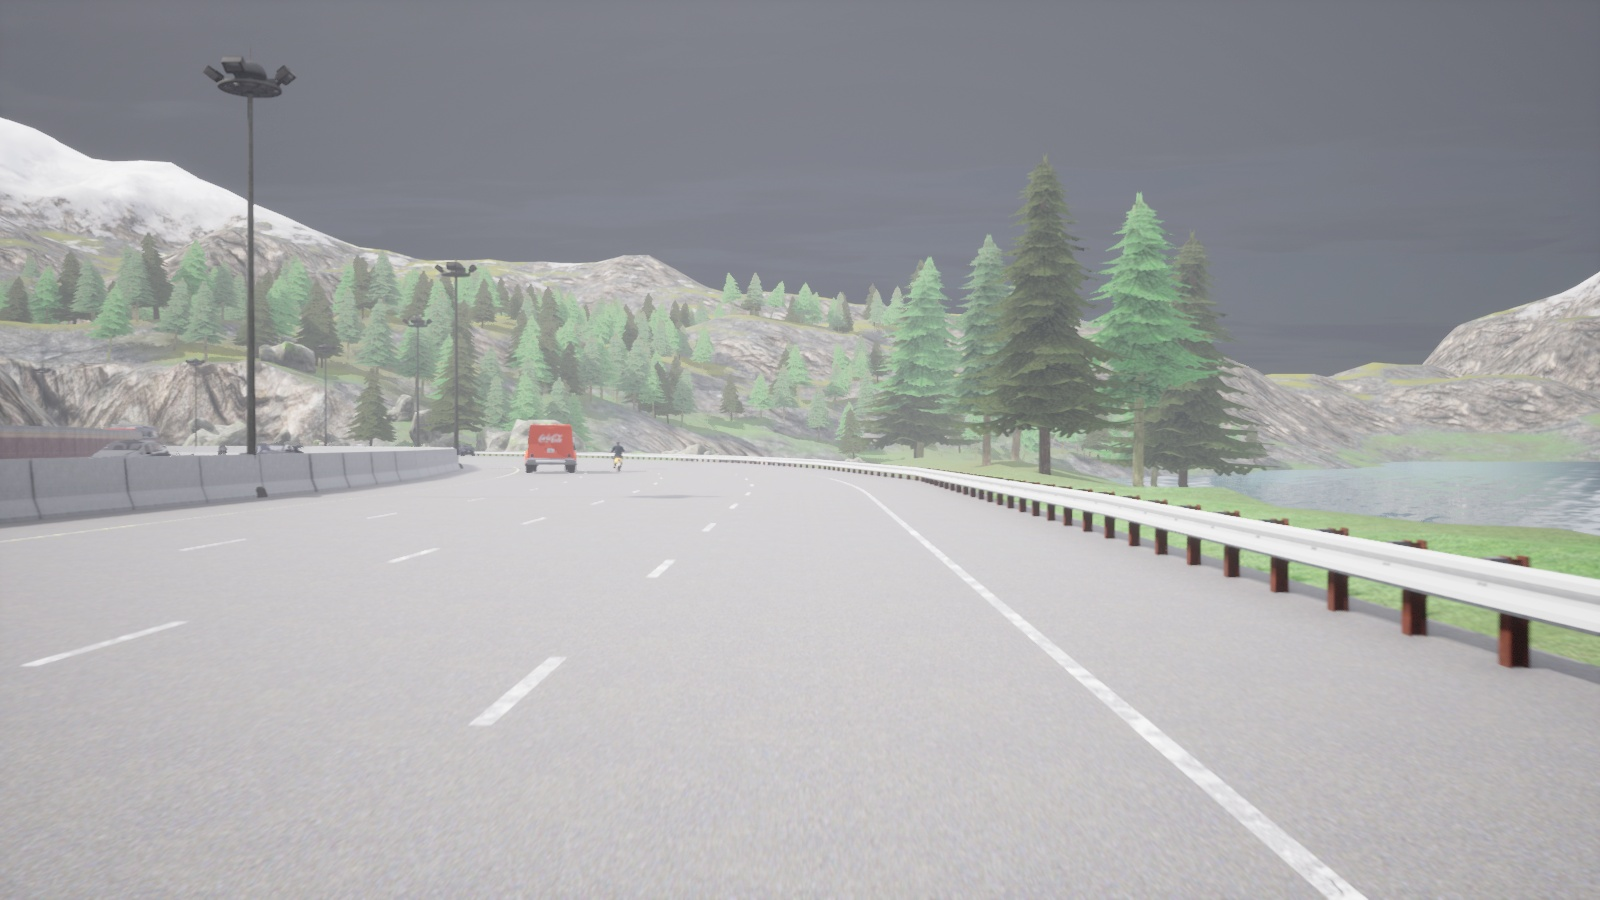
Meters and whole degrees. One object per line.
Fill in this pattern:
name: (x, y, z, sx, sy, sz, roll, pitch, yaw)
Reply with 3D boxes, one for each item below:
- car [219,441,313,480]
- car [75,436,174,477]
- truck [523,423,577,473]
car: (-21.481, 0.399, 50.749, 2.128, 1.511, 4.902, 0, 0, -6)
car: (-28.841, 0.263, 53.782, 2.242, 1.667, 4.611, 0, 0, -7)
truck: (-13.002, -0.120, 65.443, 2.627, 2.467, 5.204, 0, 0, -11)
